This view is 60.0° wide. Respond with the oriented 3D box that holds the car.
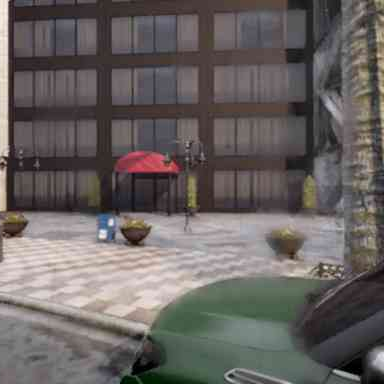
[{"bbox_3d":[2.091,1.214,1.818,5.566,2.045,2.150,0,0,35],"label":"car"}]
